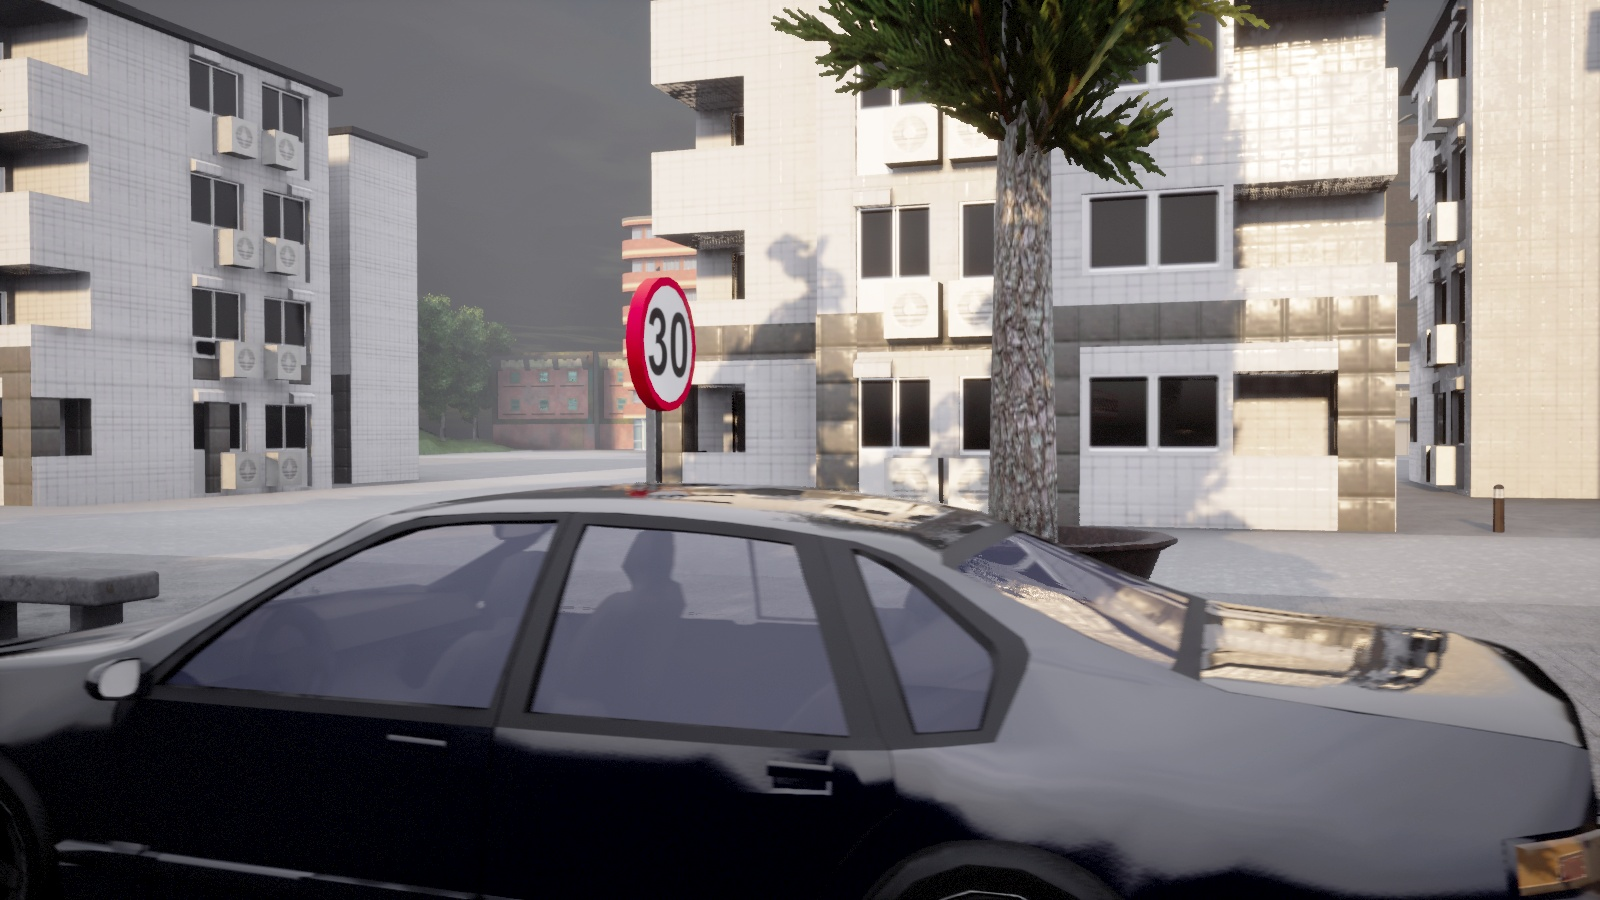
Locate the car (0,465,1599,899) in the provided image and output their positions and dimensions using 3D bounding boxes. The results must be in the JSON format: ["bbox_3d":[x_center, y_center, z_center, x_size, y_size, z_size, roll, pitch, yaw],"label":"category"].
[{"bbox_3d":[-0.608,0.809,3.925,5.357,1.411,2.033,1,1,19],"label":"car"}]
